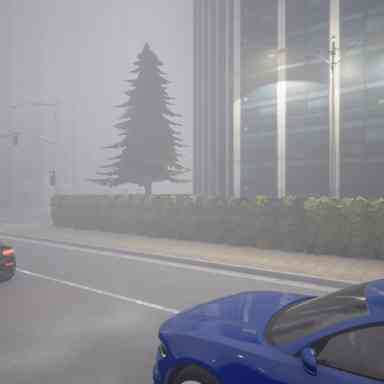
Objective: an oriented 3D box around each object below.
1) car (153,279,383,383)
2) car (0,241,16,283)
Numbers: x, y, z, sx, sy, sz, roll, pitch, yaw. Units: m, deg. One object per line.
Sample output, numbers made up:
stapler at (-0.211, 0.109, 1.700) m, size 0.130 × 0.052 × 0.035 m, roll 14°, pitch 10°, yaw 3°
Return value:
car at (1.900, 1.478, 2.639) m, size 5.008 × 1.535 × 1.882 m, roll 0°, pitch 0°, yaw 36°
car at (-6.228, 1.526, 8.390) m, size 4.674 × 1.442 × 1.812 m, roll 0°, pitch 0°, yaw 36°
